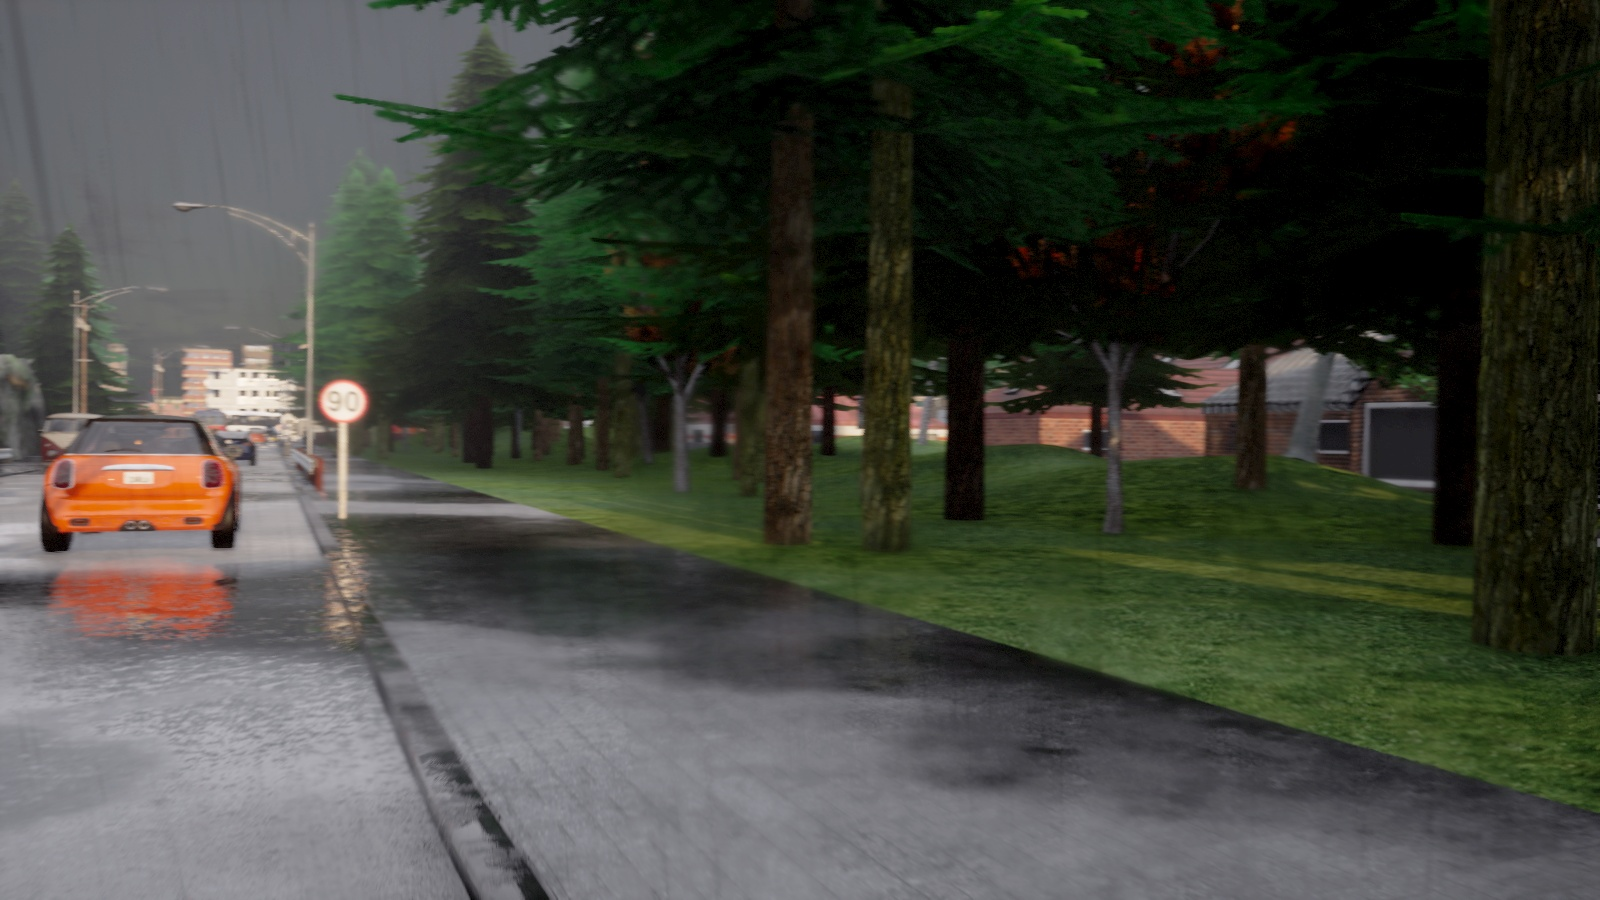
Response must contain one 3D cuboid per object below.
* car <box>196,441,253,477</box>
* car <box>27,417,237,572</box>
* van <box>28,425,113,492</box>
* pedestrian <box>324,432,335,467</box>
[{"bbox_3d":[-25.381,0.364,55.526,2.163,1.488,4.792,-1,1,-23],"label":"car"},{"bbox_3d":[-8.711,0.486,16.775,2.097,1.767,4.553,-1,1,-23],"label":"car"},{"bbox_3d":[-22.947,0.250,39.658,1.775,1.987,4.442,-1,0,-23],"label":"van"},{"bbox_3d":[-25.022,-0.031,66.809,0.402,1.842,0.726,0,1,-8],"label":"pedestrian"}]
